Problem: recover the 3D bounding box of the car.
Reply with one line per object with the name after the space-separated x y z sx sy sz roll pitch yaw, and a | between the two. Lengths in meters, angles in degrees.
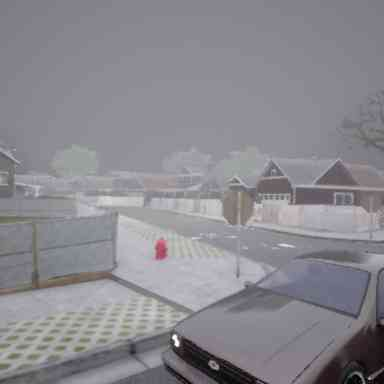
2.230 1.618 4.816 5.357 1.411 2.033 1 -1 -39 | car
